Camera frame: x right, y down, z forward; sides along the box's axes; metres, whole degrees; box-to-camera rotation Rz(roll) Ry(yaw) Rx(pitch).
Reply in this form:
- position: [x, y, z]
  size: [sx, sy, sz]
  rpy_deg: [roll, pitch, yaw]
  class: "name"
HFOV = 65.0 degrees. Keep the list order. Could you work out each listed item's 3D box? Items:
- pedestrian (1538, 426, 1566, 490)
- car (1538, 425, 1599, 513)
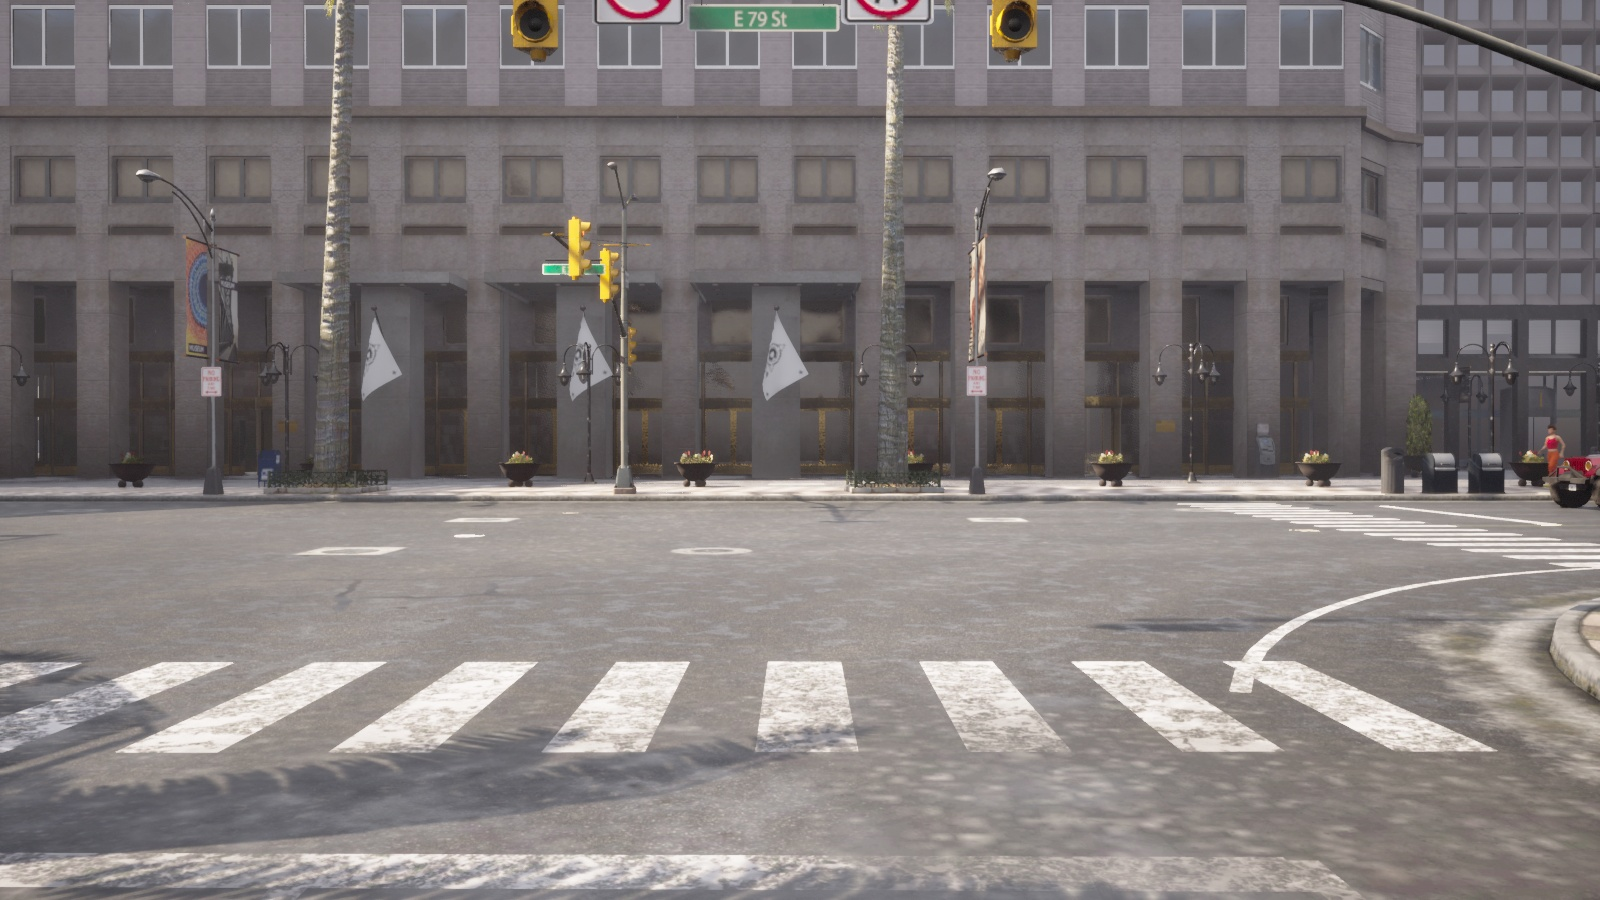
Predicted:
- position: [21.634, 0.217, 36.120]
  size: [0.594, 1.836, 0.345]
  rpy_deg: [0, 0, -7]
  class: "pedestrian"
- position: [18.784, 0.401, 27.708]
  size: [3.866, 1.878, 1.905]
  rpy_deg: [0, 0, 1]
  class: "car"
